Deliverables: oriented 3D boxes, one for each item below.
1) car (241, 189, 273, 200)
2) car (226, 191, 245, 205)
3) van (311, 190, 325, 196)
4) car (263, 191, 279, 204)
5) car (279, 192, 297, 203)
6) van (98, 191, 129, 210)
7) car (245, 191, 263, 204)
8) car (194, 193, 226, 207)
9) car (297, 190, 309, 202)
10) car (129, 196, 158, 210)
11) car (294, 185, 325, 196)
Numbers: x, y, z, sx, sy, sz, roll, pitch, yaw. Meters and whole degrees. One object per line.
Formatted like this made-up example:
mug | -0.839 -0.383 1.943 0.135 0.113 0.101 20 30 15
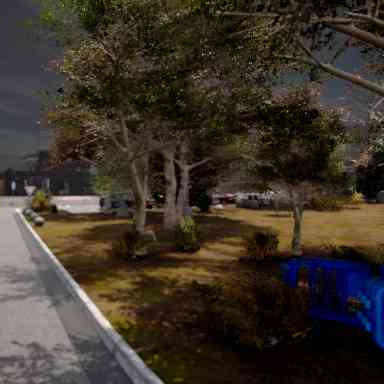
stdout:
car | 10.591 0.399 54.109 5.008 1.535 1.882 -1 2 -28
car | 3.843 0.863 40.798 2.097 1.535 5.008 -1 2 -29
van | 16.049 0.365 47.389 1.878 1.987 4.442 -1 2 -29
car | 8.700 0.793 43.484 2.002 1.452 4.674 -1 2 -29
car | 11.129 0.697 44.824 2.097 1.535 5.008 -1 2 -29
van | -8.369 0.916 34.206 1.878 1.987 4.442 -1 2 -29
car | 6.285 0.683 42.111 2.185 1.767 4.553 -1 2 -29
car | 1.407 0.920 39.470 2.231 1.521 4.892 -1 2 -29
car | 13.563 0.683 46.164 2.002 1.452 4.674 -1 2 -29
car | -5.868 1.118 35.424 2.163 1.488 4.792 -1 2 -29
car | 23.487 -0.311 66.577 2.435 2.045 5.566 -1 2 -29
